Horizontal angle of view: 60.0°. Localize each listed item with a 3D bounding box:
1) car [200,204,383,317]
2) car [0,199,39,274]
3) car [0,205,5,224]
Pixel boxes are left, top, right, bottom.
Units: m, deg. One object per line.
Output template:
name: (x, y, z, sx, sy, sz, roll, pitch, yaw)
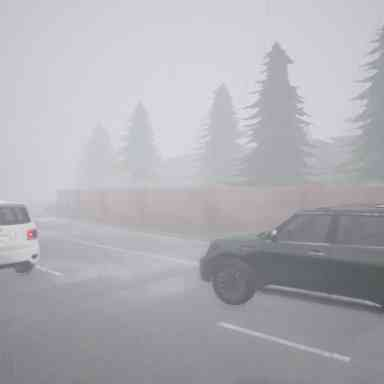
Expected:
car: (2.806, 1.248, 6.387, 5.566, 2.045, 2.150, 0, 0, 37)
car: (-6.410, 1.221, 9.534, 5.566, 2.045, 2.150, 0, 0, 42)
car: (-15.328, 1.601, 24.697, 1.895, 1.301, 4.718, 0, 0, -37)
